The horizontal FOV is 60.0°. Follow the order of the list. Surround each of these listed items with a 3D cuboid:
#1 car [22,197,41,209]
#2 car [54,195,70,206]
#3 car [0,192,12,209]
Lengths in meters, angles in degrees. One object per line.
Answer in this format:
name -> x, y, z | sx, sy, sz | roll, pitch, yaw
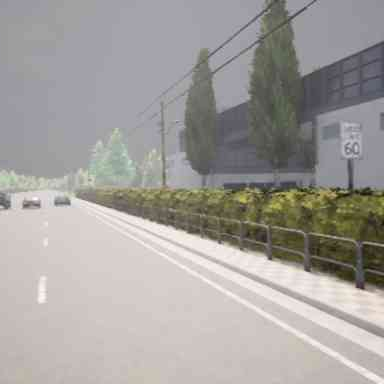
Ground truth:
car -> -19.257, 1.266, 40.068 | 1.895, 1.301, 4.718 | -2, 1, -23
car -> -17.620, 1.079, 45.092 | 1.994, 1.385, 4.181 | -2, 1, -23
car -> -22.789, 0.999, 39.387 | 2.150, 2.045, 5.566 | -2, 2, -23
